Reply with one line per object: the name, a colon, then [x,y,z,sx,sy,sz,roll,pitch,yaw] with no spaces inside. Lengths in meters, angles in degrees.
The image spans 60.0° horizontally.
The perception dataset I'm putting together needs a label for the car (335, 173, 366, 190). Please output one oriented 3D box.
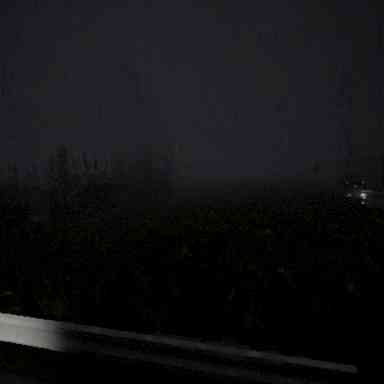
car: [14.990,-1.071,31.731,2.033,1.411,5.357,-2,3,14]
